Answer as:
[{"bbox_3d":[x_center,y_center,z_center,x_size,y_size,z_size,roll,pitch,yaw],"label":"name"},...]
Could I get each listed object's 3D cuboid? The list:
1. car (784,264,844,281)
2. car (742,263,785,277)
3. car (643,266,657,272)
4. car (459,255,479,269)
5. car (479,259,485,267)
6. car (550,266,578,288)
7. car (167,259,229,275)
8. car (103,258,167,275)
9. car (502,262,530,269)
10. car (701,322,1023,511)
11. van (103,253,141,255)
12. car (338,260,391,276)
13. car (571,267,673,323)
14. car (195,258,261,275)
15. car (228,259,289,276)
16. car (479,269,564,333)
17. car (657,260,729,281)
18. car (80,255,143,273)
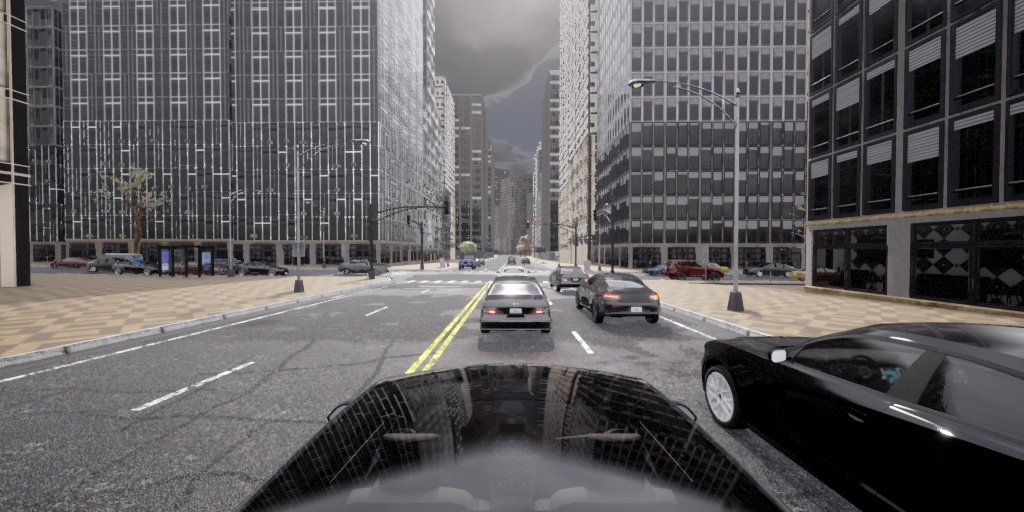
[{"bbox_3d":[27.622,1.577,31.985,4.829,1.417,1.751,0,0,1],"label":"car"},{"bbox_3d":[27.016,1.459,37.772,4.892,1.490,1.837,1,1,1],"label":"car"},{"bbox_3d":[16.700,1.410,37.944,5.357,1.411,2.033,0,1,1],"label":"car"},{"bbox_3d":[-6.633,0.933,53.897,2.150,2.045,5.566,0,0,0],"label":"car"},{"bbox_3d":[-6.606,1.191,63.815,2.128,1.511,4.902,0,0,0],"label":"car"},{"bbox_3d":[3.339,1.286,21.347,2.033,1.411,5.357,0,0,0],"label":"car"},{"bbox_3d":[-28.436,1.136,32.804,4.207,1.307,1.802,0,0,1],"label":"car"},{"bbox_3d":[-34.117,1.068,32.973,4.313,1.339,1.948,0,0,1],"label":"car"},{"bbox_3d":[0.088,1.265,20.257,1.812,1.442,4.674,0,0,0],"label":"car"},{"bbox_3d":[3.345,1.227,2.590,1.882,1.535,5.008,0,0,0],"label":"car"},{"bbox_3d":[-45.314,0.603,41.626,3.998,1.789,1.690,0,0,1],"label":"van"},{"bbox_3d":[-14.479,1.128,35.219,4.902,1.511,2.128,1,1,1],"label":"car"},{"bbox_3d":[3.345,1.271,11.936,1.812,1.442,4.674,0,0,0],"label":"car"},{"bbox_3d":[-27.997,1.007,35.484,4.902,1.511,2.128,0,1,1],"label":"car"},{"bbox_3d":[-22.752,1.172,32.675,4.313,1.339,1.948,0,0,1],"label":"car"},{"bbox_3d":[0.096,1.293,10.666,2.033,1.411,5.357,0,0,0],"label":"car"},{"bbox_3d":[16.173,1.267,32.174,5.009,1.841,2.192,0,0,1],"label":"car"},{"bbox_3d":[-39.304,0.918,35.714,4.892,1.490,1.837,0,1,1],"label":"car"}]
